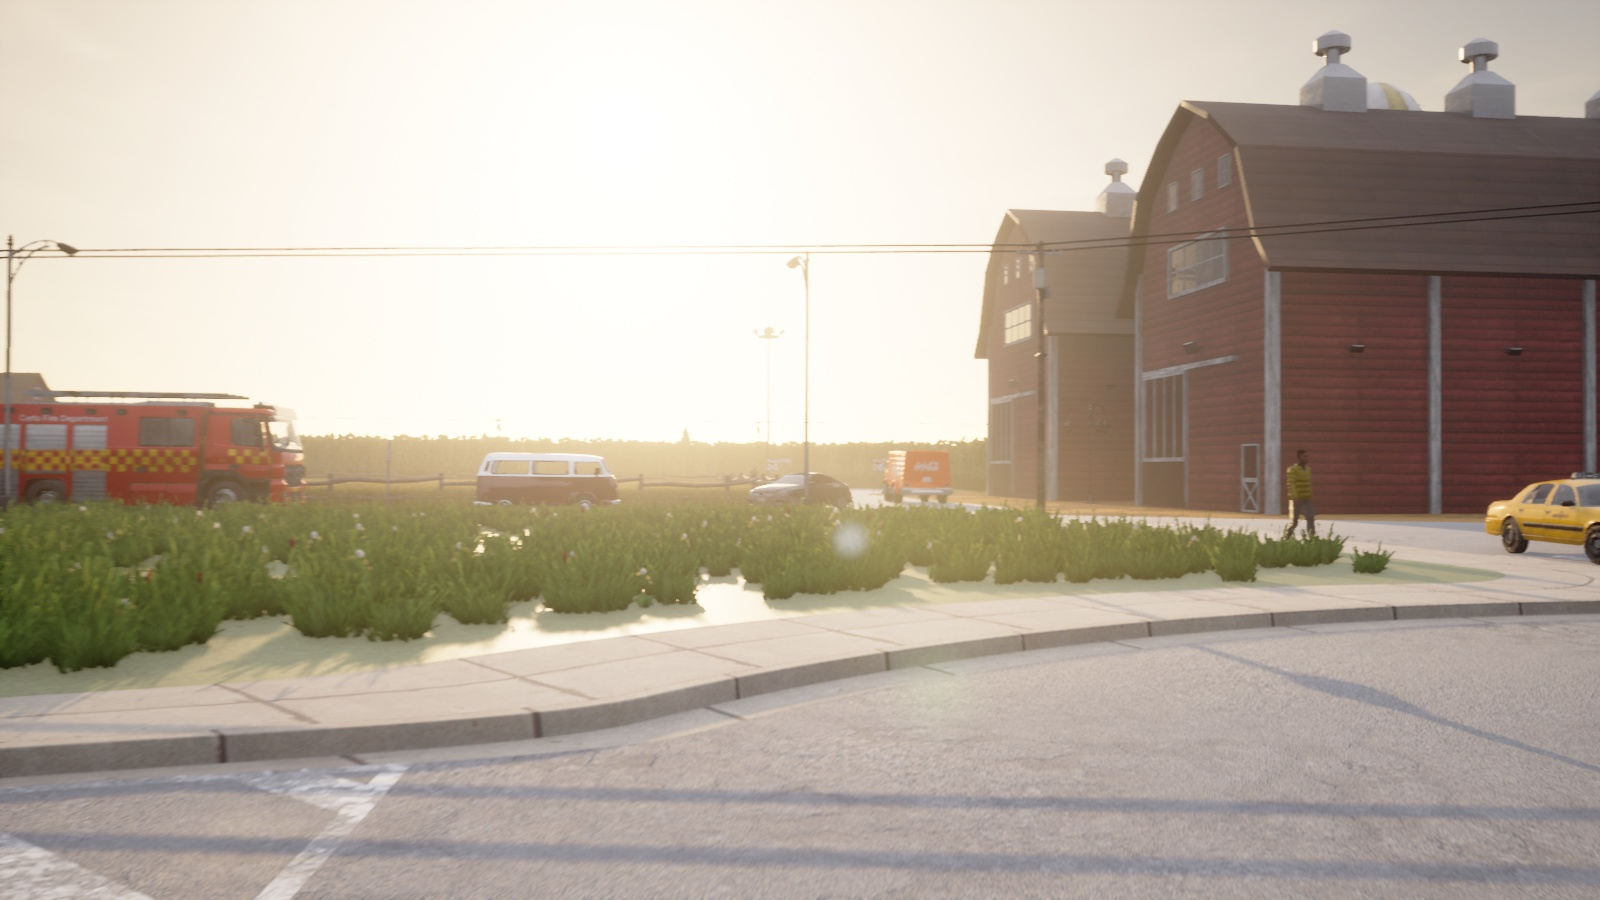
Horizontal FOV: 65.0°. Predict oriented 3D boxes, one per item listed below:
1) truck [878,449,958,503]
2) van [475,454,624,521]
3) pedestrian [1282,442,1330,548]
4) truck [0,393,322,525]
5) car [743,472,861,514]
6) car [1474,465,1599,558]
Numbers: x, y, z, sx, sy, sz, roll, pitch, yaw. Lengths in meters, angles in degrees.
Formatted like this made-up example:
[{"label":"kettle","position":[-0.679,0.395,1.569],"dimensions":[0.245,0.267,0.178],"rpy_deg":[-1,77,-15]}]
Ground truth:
[{"label":"truck","position":[5.552,1.229,59.910],"dimensions":[2.627,2.467,5.204],"rpy_deg":[0,-1,-9]},{"label":"van","position":[-7.863,1.174,39.840],"dimensions":[4.480,2.038,2.069],"rpy_deg":[0,-1,-7]},{"label":"pedestrian","position":[8.925,0.779,22.157],"dimensions":[0.431,1.840,0.709],"rpy_deg":[0,-1,-13]},{"label":"truck","position":[-19.427,0.300,38.444],"dimensions":[8.468,3.827,2.891],"rpy_deg":[0,-1,-7]},{"label":"car","position":[0.131,1.544,46.150],"dimensions":[1.812,1.442,4.674],"rpy_deg":[-1,-1,39]},{"label":"car","position":[14.565,1.056,23.005],"dimensions":[1.801,1.575,5.366],"rpy_deg":[0,-1,3]}]
